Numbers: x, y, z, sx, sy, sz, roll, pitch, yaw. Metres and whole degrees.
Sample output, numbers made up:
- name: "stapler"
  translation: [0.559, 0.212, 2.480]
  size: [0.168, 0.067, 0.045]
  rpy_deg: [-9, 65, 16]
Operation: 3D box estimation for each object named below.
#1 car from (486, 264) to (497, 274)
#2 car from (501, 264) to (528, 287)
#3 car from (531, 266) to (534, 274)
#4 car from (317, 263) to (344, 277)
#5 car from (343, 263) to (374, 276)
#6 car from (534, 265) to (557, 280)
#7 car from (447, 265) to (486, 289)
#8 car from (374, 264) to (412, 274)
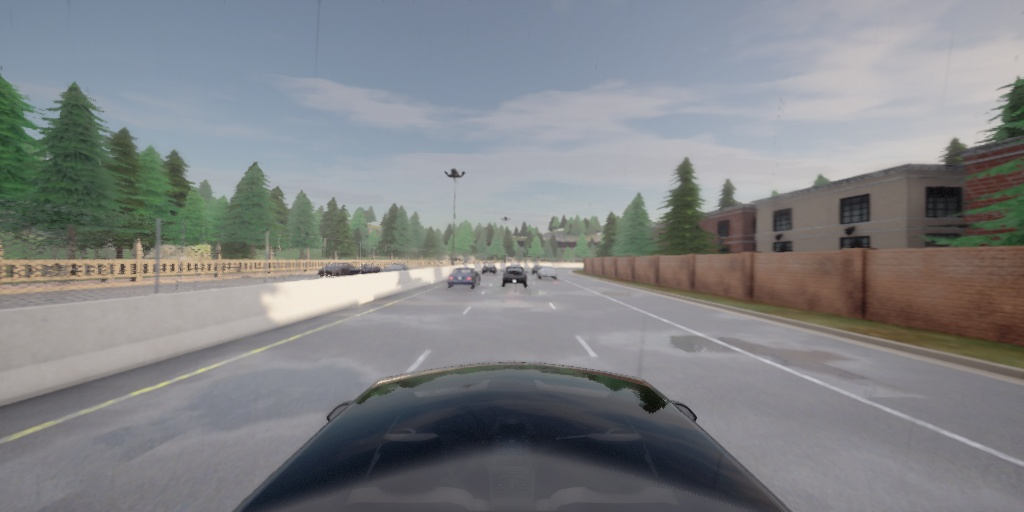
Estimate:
- name: "car"
  translation: [-3.134, 1.850, 50.834]
  size: [1.895, 1.301, 4.718]
  rpy_deg: [1, -1, 1]
- name: "car"
  translation: [0.209, 1.561, 28.313]
  size: [1.837, 1.490, 4.892]
  rpy_deg: [1, 0, 0]
- name: "car"
  translation: [3.909, 1.962, 52.499]
  size: [1.994, 1.385, 4.181]
  rpy_deg: [1, -1, 1]
- name: "car"
  translation: [-17.377, 1.369, 36.195]
  size: [2.033, 1.411, 5.357]
  rpy_deg: [1, -1, 1]
- name: "car"
  translation: [-13.905, 1.466, 34.439]
  size: [1.895, 1.301, 4.718]
  rpy_deg: [1, -1, 1]
- name: "car"
  translation: [3.771, 1.768, 38.998]
  size: [1.812, 1.442, 4.674]
  rpy_deg: [1, -1, 0]
- name: "car"
  translation: [-3.308, 1.505, 25.396]
  size: [2.033, 1.411, 5.357]
  rpy_deg: [1, -1, 0]
- name: "car"
  translation: [-10.428, 1.433, 32.518]
  size: [1.812, 1.442, 4.674]
  rpy_deg: [1, -1, 1]
